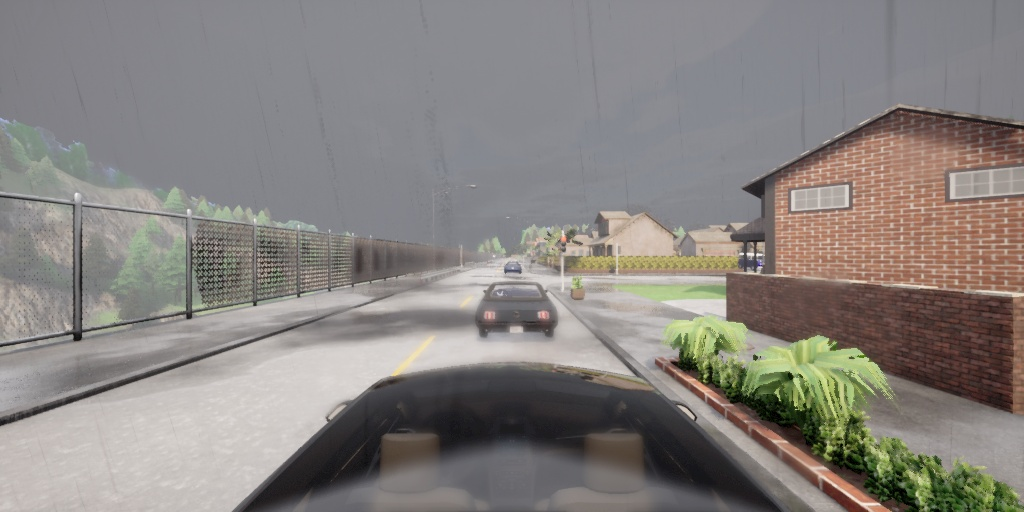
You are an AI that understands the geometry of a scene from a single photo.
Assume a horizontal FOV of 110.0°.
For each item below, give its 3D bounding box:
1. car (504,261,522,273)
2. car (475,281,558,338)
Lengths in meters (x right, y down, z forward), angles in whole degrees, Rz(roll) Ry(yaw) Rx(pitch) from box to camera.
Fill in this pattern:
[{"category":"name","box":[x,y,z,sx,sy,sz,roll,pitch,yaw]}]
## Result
[{"category":"car","box":[0.130,1.314,42.204,1.994,1.385,4.181,0,0,2]},{"category":"car","box":[0.109,1.351,10.206,1.895,1.301,4.718,0,0,0]}]
